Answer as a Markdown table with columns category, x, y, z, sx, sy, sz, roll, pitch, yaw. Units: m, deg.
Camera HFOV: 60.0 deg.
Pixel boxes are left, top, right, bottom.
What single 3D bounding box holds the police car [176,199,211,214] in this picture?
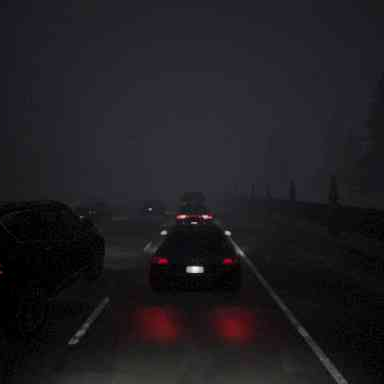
| category | x | y | z | sx | sy | sz | roll | pitch | yaw |
| --- | --- | --- | --- | --- | --- | --- | --- | --- | --- |
| police car | 0.103 | 1.376 | 18.535 | 2.038 | 1.542 | 4.974 | 0 | 1 | 0 |

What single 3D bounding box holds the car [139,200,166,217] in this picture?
| category | x | y | z | sx | sy | sz | roll | pitch | yaw |
| --- | --- | --- | --- | --- | --- | --- | --- | --- | --- |
| car | -3.393 | 1.359 | 29.124 | 1.994 | 1.385 | 4.181 | 0 | 0 | 0 |

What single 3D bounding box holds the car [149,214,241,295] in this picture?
| category | x | y | z | sx | sy | sz | roll | pitch | yaw |
| --- | --- | --- | --- | --- | --- | --- | --- | --- | --- |
| car | 0.100 | 1.503 | 8.629 | 1.994 | 1.385 | 4.181 | 0 | 0 | 1 |

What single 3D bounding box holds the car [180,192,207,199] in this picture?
| category | x | y | z | sx | sy | sz | roll | pitch | yaw |
| --- | --- | --- | --- | --- | --- | --- | --- | --- | --- |
| car | 0.112 | 1.019 | 29.076 | 2.150 | 2.045 | 5.566 | 0 | 1 | 0 |

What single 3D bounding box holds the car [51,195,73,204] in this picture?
| category | x | y | z | sx | sy | sz | roll | pitch | yaw |
| --- | --- | --- | --- | --- | --- | --- | --- | --- | --- |
| car | -21.101 | 1.186 | 54.136 | 1.994 | 1.385 | 4.181 | 0 | 0 | 0 |

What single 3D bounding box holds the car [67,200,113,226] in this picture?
| category | x | y | z | sx | sy | sz | roll | pitch | yaw |
| --- | --- | --- | --- | --- | --- | --- | --- | --- | --- |
| car | -6.895 | 1.364 | 23.017 | 1.812 | 1.442 | 4.674 | 0 | 0 | 0 |

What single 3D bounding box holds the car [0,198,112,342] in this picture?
| category | x | y | z | sx | sy | sz | roll | pitch | yaw |
| --- | --- | --- | --- | --- | --- | --- | --- | --- | --- |
| car | -3.399 | 1.175 | 6.531 | 2.150 | 2.045 | 5.566 | 0 | 0 | 0 |

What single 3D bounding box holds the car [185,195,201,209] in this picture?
| category | x | y | z | sx | sy | sz | roll | pitch | yaw |
| --- | --- | --- | --- | --- | --- | --- | --- | --- | --- |
| car | 0.112 | 1.164 | 41.657 | 1.801 | 1.575 | 5.366 | 0 | 0 | 0 |

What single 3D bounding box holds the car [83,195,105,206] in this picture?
| category | x | y | z | sx | sy | sz | roll | pitch | yaw |
| --- | --- | --- | --- | --- | --- | --- | --- | --- | --- |
| car | -14.091 | 1.170 | 48.129 | 1.837 | 1.490 | 4.892 | 0 | 0 | 0 |
